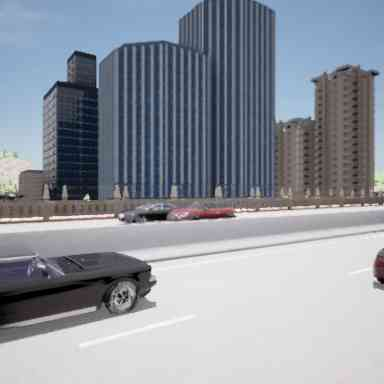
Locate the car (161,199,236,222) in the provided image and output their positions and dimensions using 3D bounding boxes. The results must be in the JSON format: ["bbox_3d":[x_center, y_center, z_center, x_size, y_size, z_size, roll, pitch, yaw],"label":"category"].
[{"bbox_3d":[0.625,1.354,21.579,4.553,1.767,2.097,0,0,-35],"label":"car"}]

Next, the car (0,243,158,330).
[{"bbox_3d":[-3.023,1.601,5.887,4.718,1.301,1.895,0,0,-35],"label":"car"}]

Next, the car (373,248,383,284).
[{"bbox_3d":[6.365,1.565,8.270,4.181,1.385,1.994,0,0,-35],"label":"car"}]

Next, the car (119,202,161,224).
[{"bbox_3d":[-2.712,1.494,23.514,4.902,1.511,2.128,0,0,-35],"label":"car"}]
